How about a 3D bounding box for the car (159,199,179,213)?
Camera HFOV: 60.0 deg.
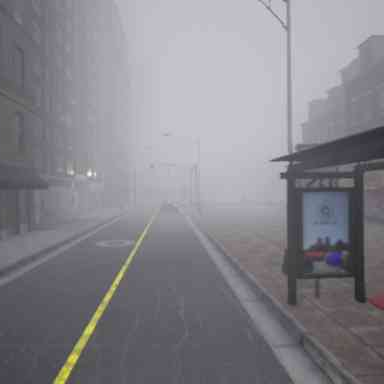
[{"bbox_3d":[-2.463,1.511,36.198,1.812,1.442,4.674,-1,0,-3],"label":"car"}]
